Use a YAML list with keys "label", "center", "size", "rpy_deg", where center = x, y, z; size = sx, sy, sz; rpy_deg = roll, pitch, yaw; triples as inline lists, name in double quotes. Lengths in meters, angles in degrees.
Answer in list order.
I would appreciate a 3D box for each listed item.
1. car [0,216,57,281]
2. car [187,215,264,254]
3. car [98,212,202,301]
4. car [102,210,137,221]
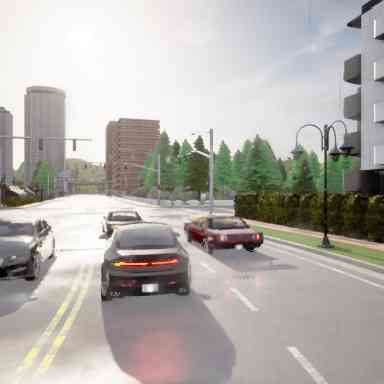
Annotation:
- label: "car"
  center: [-5.182, 1.492, 9.682]
  size: [2.128, 1.511, 4.902]
  rpy_deg: [0, 0, -14]
- label: "car"
  center: [1.037, 1.601, 13.611]
  size: [1.895, 1.301, 4.718]
  rpy_deg: [0, 0, -15]
- label: "car"
  center: [-1.272, 1.505, 8.443]
  size: [1.837, 1.490, 4.892]
  rpy_deg: [0, 0, -12]
- label: "car"
  center: [-3.637, 1.601, 17.259]
  size: [1.895, 1.301, 4.718]
  rpy_deg: [0, 0, -18]
